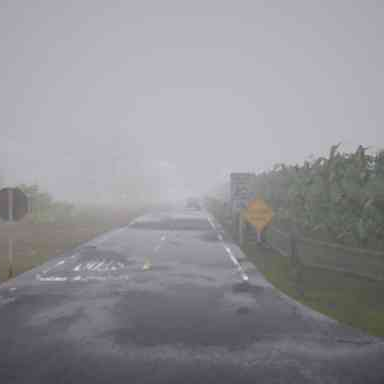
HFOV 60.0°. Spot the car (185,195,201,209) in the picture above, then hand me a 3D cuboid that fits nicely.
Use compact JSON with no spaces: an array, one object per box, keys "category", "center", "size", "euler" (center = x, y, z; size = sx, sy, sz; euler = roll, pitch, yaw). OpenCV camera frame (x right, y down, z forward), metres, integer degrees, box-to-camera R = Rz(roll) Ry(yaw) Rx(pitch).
[{"category":"car","center":[0.113,1.433,42.690],"size":[2.033,1.411,5.357],"euler":[0,0,0]}]

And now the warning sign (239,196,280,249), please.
[{"category":"warning sign","center":[2.450,1.084,12.220],"size":[1.300,1.860,1.060],"euler":[0,0,0]}]
